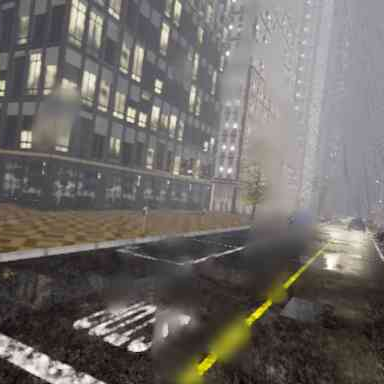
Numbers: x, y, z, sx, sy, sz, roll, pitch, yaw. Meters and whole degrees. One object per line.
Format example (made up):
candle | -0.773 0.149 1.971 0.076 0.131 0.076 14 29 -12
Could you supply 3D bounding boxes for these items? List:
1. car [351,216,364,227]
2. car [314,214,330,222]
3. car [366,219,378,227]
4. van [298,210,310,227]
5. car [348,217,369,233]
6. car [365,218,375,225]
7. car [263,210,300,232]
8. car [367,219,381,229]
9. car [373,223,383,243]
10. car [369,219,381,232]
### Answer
car | 30.583 5.411 61.369 1.882 1.535 5.008 7 0 27
car | 22.490 4.496 58.098 1.802 1.307 4.206 6 0 27
car | 37.483 6.378 69.431 1.947 1.339 4.313 6 0 27
van | 12.430 2.960 37.956 1.690 1.788 3.998 6 0 27
car | 20.314 4.091 40.904 1.882 1.535 5.008 7 0 27
car | 42.531 7.004 79.505 1.887 1.381 4.507 6 0 27
car | 7.375 2.408 27.884 1.967 1.590 4.097 6 0 27
car | 32.438 5.730 59.357 1.947 1.339 4.313 6 0 27
car | 17.303 3.783 29.135 1.947 1.339 4.313 6 0 27
car | 24.871 4.757 44.246 1.947 1.339 4.313 6 0 27
